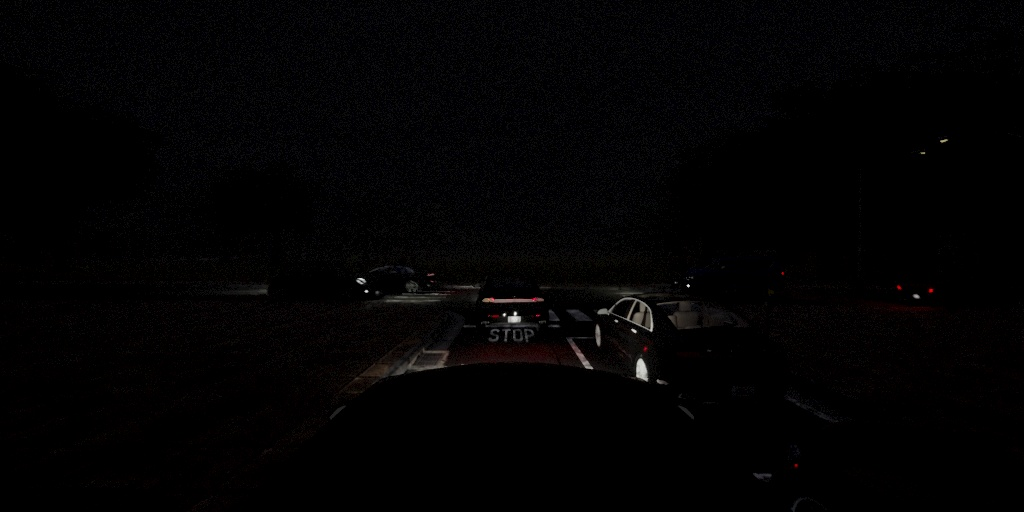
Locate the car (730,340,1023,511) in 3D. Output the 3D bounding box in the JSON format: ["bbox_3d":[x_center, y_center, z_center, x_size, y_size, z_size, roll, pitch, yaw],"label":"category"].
[{"bbox_3d":[2.636,1.332,0.720,1.802,1.307,4.207,0,0,0],"label":"car"}]

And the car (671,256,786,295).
[{"bbox_3d":[11.675,1.056,19.537,5.566,2.045,2.150,-1,1,0],"label":"car"}]

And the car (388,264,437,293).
[{"bbox_3d":[-6.586,1.179,19.534,4.902,1.511,2.128,0,1,0],"label":"car"}]

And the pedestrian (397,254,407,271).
[{"bbox_3d":[-6.882,0.764,22.432,0.375,1.860,0.375,0,1,0],"label":"pedestrian"}]

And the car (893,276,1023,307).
[{"bbox_3d":[20.939,1.597,16.611,4.718,1.301,1.895,1,1,0],"label":"car"}]

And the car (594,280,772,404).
[{"bbox_3d":[2.636,1.300,6.252,2.007,1.370,4.403,0,0,0],"label":"car"}]

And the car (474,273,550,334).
[{"bbox_3d":[-0.097,1.243,10.641,2.128,1.511,4.902,0,0,-4],"label":"car"}]

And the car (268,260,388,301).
[{"bbox_3d":[-8.493,1.091,16.576,4.553,1.767,2.097,0,1,0],"label":"car"}]
